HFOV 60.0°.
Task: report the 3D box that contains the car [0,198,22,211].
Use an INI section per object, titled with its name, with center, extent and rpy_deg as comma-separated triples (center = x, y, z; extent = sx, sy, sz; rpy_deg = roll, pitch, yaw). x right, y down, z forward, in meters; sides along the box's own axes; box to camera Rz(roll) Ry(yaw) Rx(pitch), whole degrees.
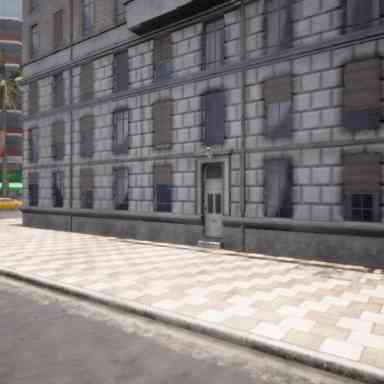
[car]
center = -22.699, 1.478, 39.372
extent = 1.882, 1.535, 5.008
rpy_deg = 0, 0, 36
